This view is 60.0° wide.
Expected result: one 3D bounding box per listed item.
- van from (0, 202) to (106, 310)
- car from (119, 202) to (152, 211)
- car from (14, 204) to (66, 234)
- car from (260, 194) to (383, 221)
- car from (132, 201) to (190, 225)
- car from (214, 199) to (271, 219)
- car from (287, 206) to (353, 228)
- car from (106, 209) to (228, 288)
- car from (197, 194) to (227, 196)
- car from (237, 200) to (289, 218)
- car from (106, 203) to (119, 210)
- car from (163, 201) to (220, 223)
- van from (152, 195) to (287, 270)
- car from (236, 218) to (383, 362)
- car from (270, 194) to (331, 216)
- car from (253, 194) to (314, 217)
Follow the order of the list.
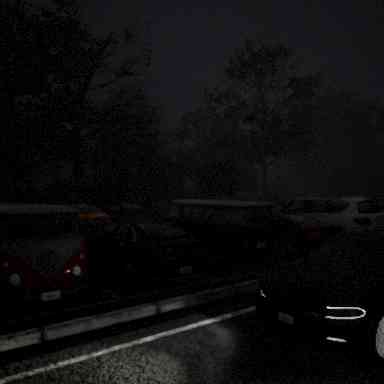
[{"bbox_3d":[-3.751,1.238,7.618,1.878,1.987,4.442,0,0,-36],"label":"van"},{"bbox_3d":[-4.679,1.461,23.170,2.097,1.535,5.008,0,0,-36],"label":"car"},{"bbox_3d":[-9.212,1.503,19.932,2.002,1.452,4.674,0,0,-36],"label":"car"},{"bbox_3d":[5.286,1.208,14.259,2.435,2.045,5.566,0,0,-36],"label":"car"},{"bbox_3d":[-2.400,1.489,24.771,2.163,1.488,4.792,0,0,-36],"label":"car"},{"bbox_3d":[4.381,1.463,29.652,2.097,1.535,5.008,0,0,-36],"label":"car"},{"bbox_3d":[3.026,1.461,12.600,2.097,1.535,5.008,0,0,-36],"label":"car"},{"bbox_3d":[-1.534,1.464,9.338,2.231,1.521,4.892,0,0,-36],"label":"car"},{"bbox_3d":[2.128,1.208,28.012,2.435,2.045,5.566,0,0,-36],"label":"car"},{"bbox_3d":[6.543,1.506,31.203,2.002,1.452,4.674,0,0,-36],"label":"car"},{"bbox_3d":[-6.840,1.459,21.403,1.946,1.575,5.366,0,0,-36],"label":"car"},{"bbox_3d":[-0.169,1.488,26.439,2.163,1.488,4.792,0,0,-36],"label":"car"},{"bbox_3d":[0.675,1.236,11.068,1.878,1.987,4.442,0,0,-36],"label":"van"},{"bbox_3d":[3.331,1.474,6.061,5.008,1.535,1.882,0,0,-36],"label":"car"},{"bbox_3d":[11.088,1.229,34.423,2.435,2.045,5.566,0,0,-36],"label":"car"},{"bbox_3d":[8.924,1.221,32.873,2.435,2.045,5.566,0,0,-36],"label":"car"}]
